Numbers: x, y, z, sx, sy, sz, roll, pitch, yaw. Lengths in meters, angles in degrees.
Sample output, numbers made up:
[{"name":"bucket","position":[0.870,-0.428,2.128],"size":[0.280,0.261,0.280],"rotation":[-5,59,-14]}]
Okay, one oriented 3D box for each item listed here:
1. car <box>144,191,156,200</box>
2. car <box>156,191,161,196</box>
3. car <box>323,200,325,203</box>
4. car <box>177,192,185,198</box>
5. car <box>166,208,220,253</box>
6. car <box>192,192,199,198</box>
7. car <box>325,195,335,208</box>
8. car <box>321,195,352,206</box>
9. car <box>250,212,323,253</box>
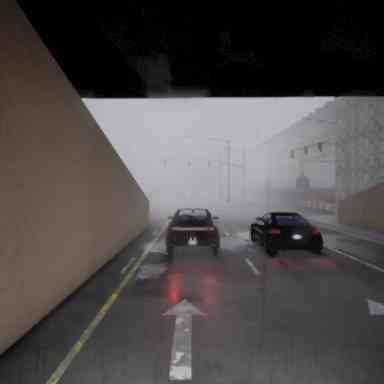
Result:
[{"name":"car","position":[-9.818,0.969,72.814],"size":[2.033,1.411,5.357],"rotation":[0,0,1]},{"name":"car","position":[-9.421,0.515,88.560],"size":[2.150,2.045,5.566],"rotation":[0,0,1]},{"name":"car","position":[17.542,1.136,40.306],"size":[4.974,1.542,2.038],"rotation":[0,1,-45]},{"name":"car","position":[-2.662,0.736,78.932],"size":[2.033,1.411,5.357],"rotation":[0,0,1]},{"name":"car","position":[0.045,1.388,13.087],"size":[2.128,1.511,4.902],"rotation":[0,1,1]},{"name":"car","position":[0.837,0.736,78.845],"size":[2.033,1.411,5.357],"rotation":[0,0,1]},{"name":"car","position":[17.437,1.172,35.699],"size":[2.038,1.542,4.974],"rotation":[0,1,-35]},{"name":"car","position":[17.578,0.978,40.342],"size":[4.536,1.218,1.853],"rotation":[0,1,-45]},{"name":"car","position":[3.545,1.460,13.155],"size":[1.994,1.385,4.181],"rotation":[0,1,1]}]
